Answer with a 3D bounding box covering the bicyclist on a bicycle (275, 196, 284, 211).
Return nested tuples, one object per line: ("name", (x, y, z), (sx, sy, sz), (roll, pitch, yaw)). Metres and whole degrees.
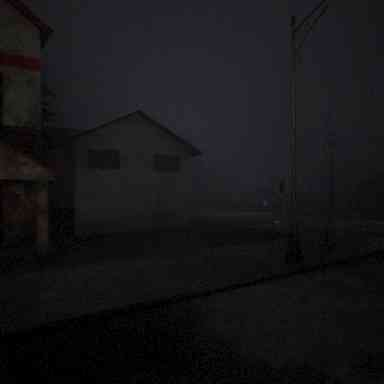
("bicyclist on a bicycle", (9.441, 1.211, 35.759), (1.656, 1.620, 0.582), (-1, 0, -36))
